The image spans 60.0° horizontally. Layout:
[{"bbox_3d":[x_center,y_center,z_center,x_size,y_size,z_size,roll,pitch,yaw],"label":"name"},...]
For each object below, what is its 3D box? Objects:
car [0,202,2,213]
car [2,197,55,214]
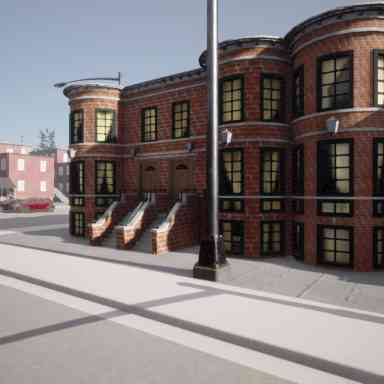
[{"bbox_3d":[-20.328,1.506,37.504,1.837,1.490,4.892,0,0,36],"label":"car"},{"bbox_3d":[-17.254,1.352,35.779,2.097,1.767,4.553,0,0,36],"label":"car"}]
